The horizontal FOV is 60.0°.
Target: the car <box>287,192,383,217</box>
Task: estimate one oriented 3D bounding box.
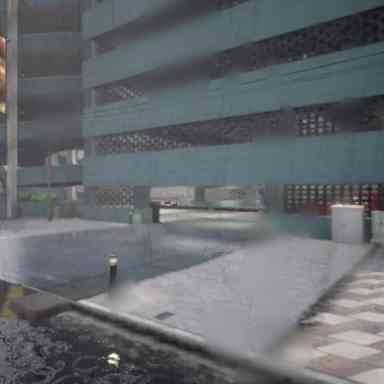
[{"bbox_3d":[8.537,1.011,19.665,5.566,2.045,2.435,0,0,36],"label":"car"}]

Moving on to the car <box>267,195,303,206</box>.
[{"bbox_3d":[13.409,1.261,48.133,4.674,1.452,2.002,0,0,36],"label":"car"}]
